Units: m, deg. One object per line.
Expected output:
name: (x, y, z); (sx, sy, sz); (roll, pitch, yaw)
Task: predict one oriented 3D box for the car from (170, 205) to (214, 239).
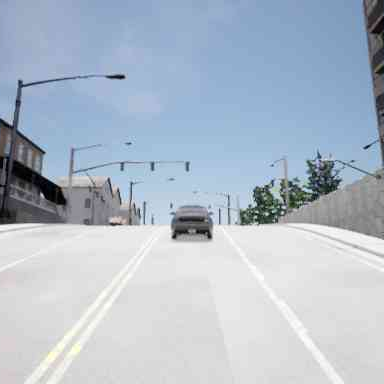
car: (0.000, 1.396, 16.357); (1.837, 1.490, 4.892); (0, 0, 0)
